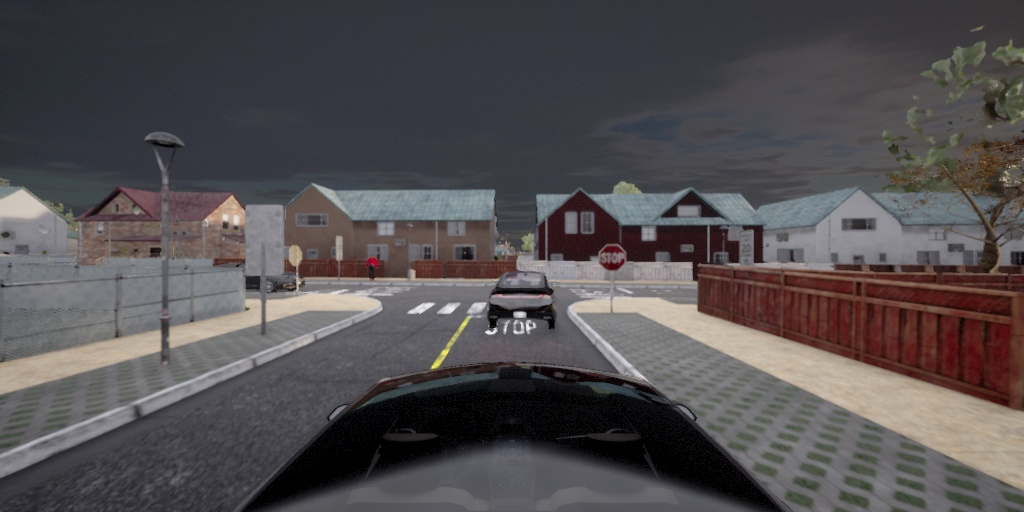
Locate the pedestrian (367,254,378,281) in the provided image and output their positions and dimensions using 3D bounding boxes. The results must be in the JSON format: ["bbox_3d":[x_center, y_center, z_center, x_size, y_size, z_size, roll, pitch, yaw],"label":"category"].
[{"bbox_3d":[-9.370,0.731,24.065,0.375,1.860,0.375,0,0,1],"label":"pedestrian"}]

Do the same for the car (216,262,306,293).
[{"bbox_3d":[-13.114,1.084,18.234,4.892,1.490,1.837,1,0,3],"label":"car"}]

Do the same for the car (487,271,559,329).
[{"bbox_3d":[0.415,1.210,11.152,2.128,1.511,4.902,0,0,5],"label":"car"}]

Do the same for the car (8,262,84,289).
[{"bbox_3d":[-23.521,1.019,18.511,5.357,1.411,2.033,1,0,1],"label":"car"}]
